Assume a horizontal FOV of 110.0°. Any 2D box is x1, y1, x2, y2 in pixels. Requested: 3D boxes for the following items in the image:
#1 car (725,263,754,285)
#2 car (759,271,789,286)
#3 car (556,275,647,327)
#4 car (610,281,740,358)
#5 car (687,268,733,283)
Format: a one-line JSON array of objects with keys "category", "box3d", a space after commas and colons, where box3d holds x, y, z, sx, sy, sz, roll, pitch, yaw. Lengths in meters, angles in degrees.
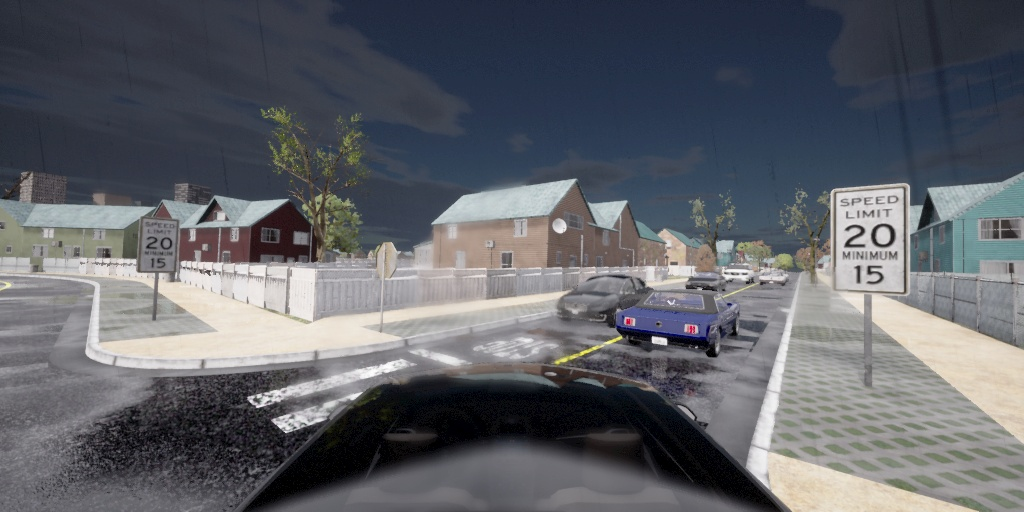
[{"category": "car", "box3d": [22.926, 1.755, 36.203, 2.150, 2.045, 5.566, 0, -2, 39]}, {"category": "car", "box3d": [24.764, 2.130, 33.981, 1.895, 1.301, 4.718, 0, -1, 39]}, {"category": "car", "box3d": [3.353, 1.409, 12.236, 1.837, 1.490, 4.892, 0, -1, 39]}, {"category": "car", "box3d": [4.409, 1.481, 9.016, 1.895, 1.301, 4.718, 0, -1, 39]}, {"category": "car", "box3d": [13.466, 1.768, 24.683, 2.033, 1.411, 5.357, 0, -1, 39]}]
